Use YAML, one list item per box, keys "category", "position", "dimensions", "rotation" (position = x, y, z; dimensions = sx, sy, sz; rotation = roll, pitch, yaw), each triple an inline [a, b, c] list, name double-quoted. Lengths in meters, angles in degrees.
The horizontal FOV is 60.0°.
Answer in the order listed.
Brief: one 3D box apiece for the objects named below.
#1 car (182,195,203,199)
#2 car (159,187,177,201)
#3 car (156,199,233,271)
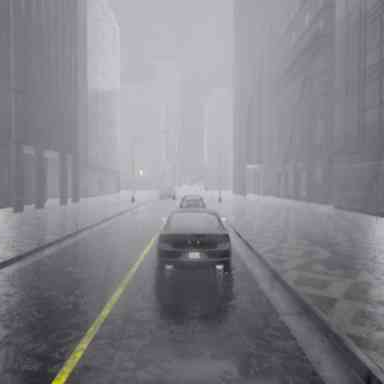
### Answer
- category: "car"
  position: [0.046, 0.890, 26.238]
  dimensions: [1.895, 1.301, 4.718]
  rotation: [0, 2, 0]
- category: "car"
  position: [-3.140, 0.176, 43.704]
  dimensions: [2.097, 1.767, 4.553]
  rotation: [0, 2, 0]
- category: "car"
  position: [0.059, 1.205, 9.982]
  dimensions: [1.882, 1.535, 5.008]
  rotation: [0, 2, 0]
